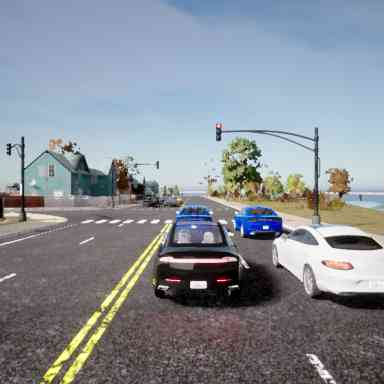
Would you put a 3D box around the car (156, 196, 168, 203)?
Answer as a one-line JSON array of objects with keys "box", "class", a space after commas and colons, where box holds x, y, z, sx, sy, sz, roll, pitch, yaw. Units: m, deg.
[{"box": [-6.335, 1.596, 69.756, 2.033, 1.411, 5.357, 0, 0, 0], "class": "car"}]

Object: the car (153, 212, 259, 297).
[{"box": [0.121, 1.491, 8.535, 2.128, 1.511, 4.902, 0, 0, 0], "class": "car"}]

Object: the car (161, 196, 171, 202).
[{"box": [-6.311, 1.617, 80.122, 2.033, 1.411, 5.357, 0, 0, 0], "class": "car"}]

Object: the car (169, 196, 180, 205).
[{"box": [-3.167, 1.520, 61.416, 1.882, 1.535, 5.008, 0, 0, 0], "class": "car"}]

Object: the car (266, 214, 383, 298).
[{"box": [3.366, 1.526, 8.365, 1.812, 1.442, 4.674, 0, 0, 0], "class": "car"}]

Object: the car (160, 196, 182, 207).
[{"box": [-3.182, 1.576, 51.432, 2.033, 1.411, 5.357, 0, 0, 3], "class": "car"}]

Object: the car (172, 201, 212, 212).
[{"box": [0.133, 1.479, 18.030, 1.882, 1.535, 5.008, 0, 0, 1], "class": "car"}]

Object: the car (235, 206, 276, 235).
[{"box": [3.391, 1.479, 17.702, 1.882, 1.535, 5.008, 0, 0, 0], "class": "car"}]

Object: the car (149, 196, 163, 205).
[{"box": [-6.432, 1.545, 59.730, 1.837, 1.490, 4.892, 0, 0, 0], "class": "car"}]

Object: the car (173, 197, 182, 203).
[{"box": [-3.081, 1.655, 71.425, 1.895, 1.301, 4.718, 0, 0, 0], "class": "car"}]

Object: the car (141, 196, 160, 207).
[{"box": [-6.471, 1.532, 50.320, 1.837, 1.490, 4.892, 0, 0, 0], "class": "car"}]
